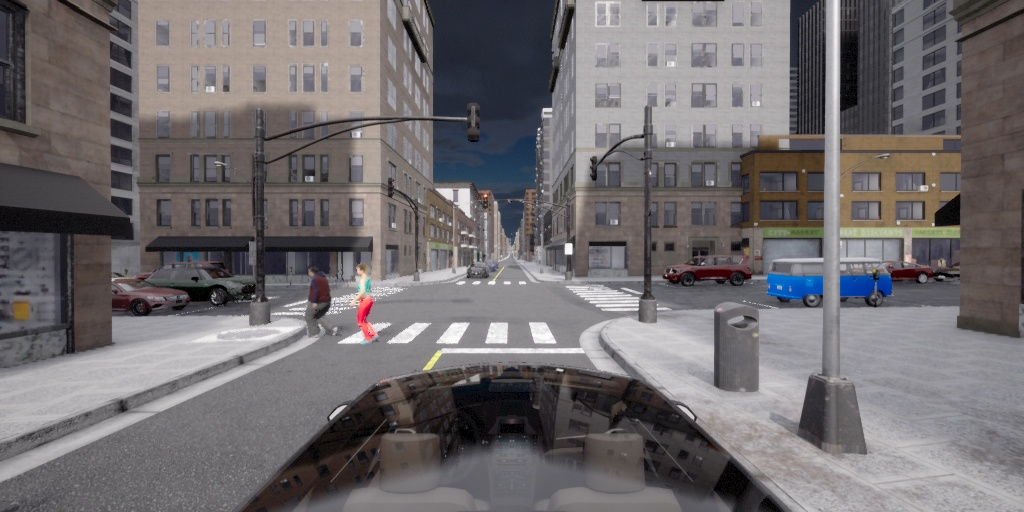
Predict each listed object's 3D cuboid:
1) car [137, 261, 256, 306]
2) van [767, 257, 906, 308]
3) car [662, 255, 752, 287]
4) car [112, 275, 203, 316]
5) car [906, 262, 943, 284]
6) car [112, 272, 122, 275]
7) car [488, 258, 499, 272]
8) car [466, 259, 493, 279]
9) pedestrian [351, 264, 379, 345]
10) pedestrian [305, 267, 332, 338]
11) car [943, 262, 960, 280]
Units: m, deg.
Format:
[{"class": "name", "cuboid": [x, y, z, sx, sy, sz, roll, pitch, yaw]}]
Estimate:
[{"class": "car", "cuboid": [-14.005, 1.269, 16.351, 4.553, 1.767, 2.097, -1, 0, 0]}, {"class": "van", "cuboid": [12.122, 0.957, 13.766, 3.998, 1.789, 1.690, 0, 0, 0]}, {"class": "car", "cuboid": [12.103, 0.872, 22.291, 5.009, 1.841, 2.192, 0, 0, 0]}, {"class": "car", "cuboid": [-14.814, 1.528, 13.708, 4.207, 1.307, 1.802, 0, 0, 0]}, {"class": "car", "cuboid": [23.321, 0.964, 22.315, 4.507, 1.381, 1.888, 0, 0, 0]}, {"class": "car", "cuboid": [-26.012, 1.551, 22.210, 4.829, 1.417, 1.751, 0, 0, 0]}, {"class": "car", "cuboid": [-3.070, 1.117, 45.200, 2.097, 1.767, 4.553, 0, 0, 0]}, {"class": "car", "cuboid": [-3.083, 1.259, 33.387, 1.837, 1.490, 4.892, 0, 0, 0]}, {"class": "pedestrian", "cuboid": [-3.293, 1.043, 8.044, 0.375, 1.860, 0.375, 0, 0, 0]}, {"class": "pedestrian", "cuboid": [-4.685, 1.043, 8.646, 0.375, 1.860, 0.375, 0, 0, 0]}, {"class": "car", "cuboid": [28.930, 0.916, 22.327, 4.313, 1.339, 1.948, 0, 0, 0]}]
